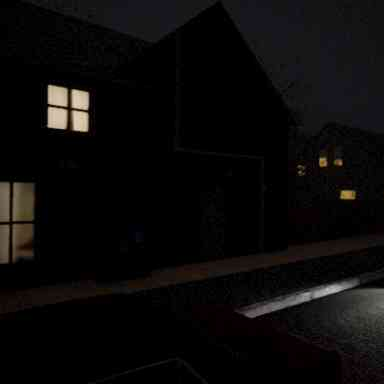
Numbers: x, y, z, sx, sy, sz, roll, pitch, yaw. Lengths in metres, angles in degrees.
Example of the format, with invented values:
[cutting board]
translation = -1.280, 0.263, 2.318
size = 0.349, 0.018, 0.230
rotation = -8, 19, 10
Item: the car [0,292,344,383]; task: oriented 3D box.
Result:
[car]
translation = -1.073, 1.603, 2.299
size = 4.718, 1.301, 1.895
rotation = 0, 0, -35
